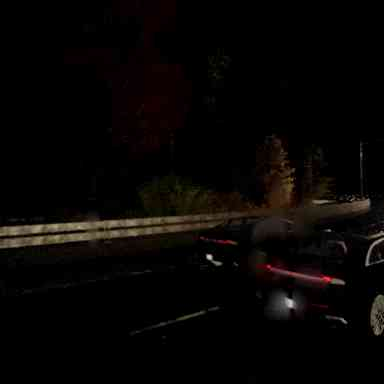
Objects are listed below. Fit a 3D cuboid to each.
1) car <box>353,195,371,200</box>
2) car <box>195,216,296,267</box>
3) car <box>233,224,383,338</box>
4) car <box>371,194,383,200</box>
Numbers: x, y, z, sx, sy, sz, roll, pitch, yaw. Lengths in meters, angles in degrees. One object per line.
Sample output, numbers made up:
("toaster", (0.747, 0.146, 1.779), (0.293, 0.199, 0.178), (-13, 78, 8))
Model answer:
("car", (39.404, 1.289, 78.053), (1.895, 1.301, 4.718), (0, 0, 5))
("car", (2.312, 1.497, 10.360), (4.902, 1.511, 2.128), (0, 0, -40))
("car", (3.353, 1.483, 6.665), (4.902, 1.511, 2.128), (0, 0, -40))
("car", (42.869, 1.209, 77.552), (2.033, 1.411, 5.357), (0, 0, 5))
